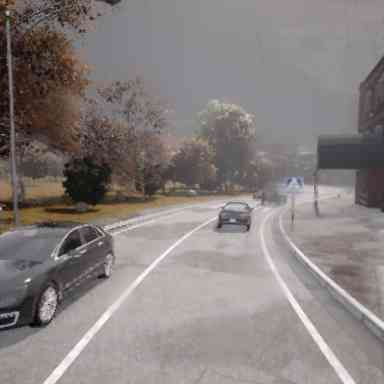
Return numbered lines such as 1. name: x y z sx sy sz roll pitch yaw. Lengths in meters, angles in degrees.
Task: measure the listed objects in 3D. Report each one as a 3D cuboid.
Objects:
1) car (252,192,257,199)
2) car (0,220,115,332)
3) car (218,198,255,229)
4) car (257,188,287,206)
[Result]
1. car: 10.310 0.396 48.231 1.882 1.535 5.008 3 3 31
2. car: -3.106 1.433 7.024 1.837 1.490 4.892 0 1 6
3. car: 2.690 1.314 19.940 1.812 1.442 4.674 1 1 13
4. car: 9.842 0.506 39.727 2.150 2.045 5.566 3 3 26
